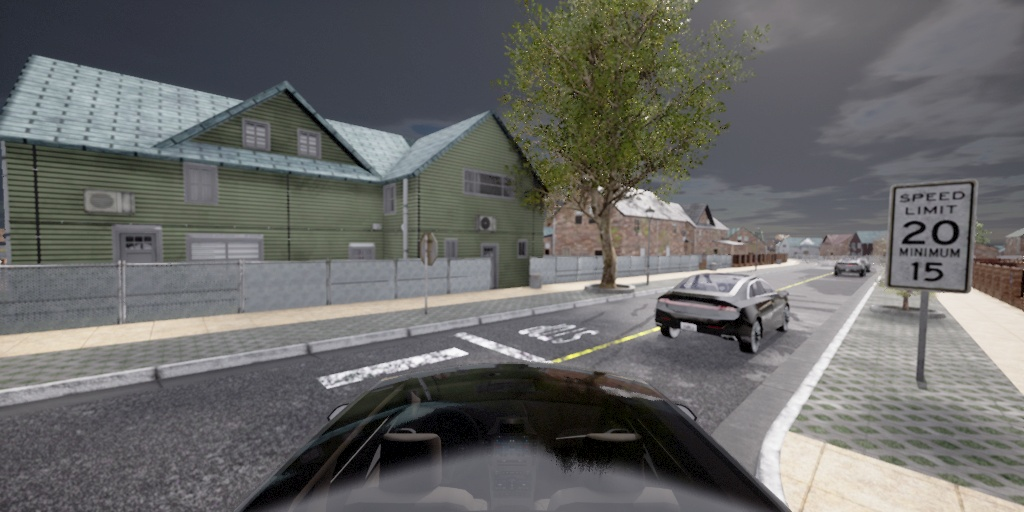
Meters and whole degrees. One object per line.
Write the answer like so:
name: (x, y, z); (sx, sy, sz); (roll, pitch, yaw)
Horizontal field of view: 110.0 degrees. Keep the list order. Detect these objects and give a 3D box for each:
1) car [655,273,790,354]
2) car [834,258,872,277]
car: (5.254, 1.164, 8.704); (4.902, 1.511, 2.128); (-1, 3, -43)
car: (29.678, 0.967, 31.427); (4.902, 1.511, 2.128); (0, 2, -43)
